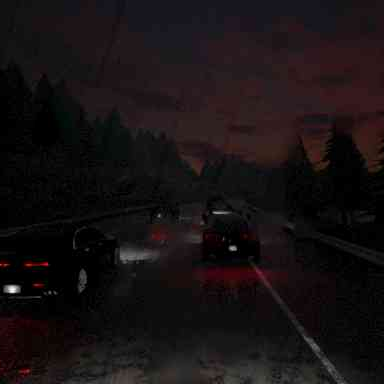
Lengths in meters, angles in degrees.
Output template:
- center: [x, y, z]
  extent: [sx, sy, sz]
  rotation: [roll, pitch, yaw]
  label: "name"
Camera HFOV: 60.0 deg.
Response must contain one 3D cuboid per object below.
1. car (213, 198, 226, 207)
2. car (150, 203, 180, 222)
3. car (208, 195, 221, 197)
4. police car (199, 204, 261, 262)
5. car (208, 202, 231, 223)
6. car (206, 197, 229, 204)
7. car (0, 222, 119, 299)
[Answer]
- center: [4.988, 1.843, 60.401]
  extent: [2.033, 1.411, 5.357]
  rotation: [0, 0, 9]
  label: "car"
- center: [-2.166, 1.635, 27.353]
  extent: [1.837, 1.490, 4.892]
  rotation: [0, 0, 5]
  label: "car"
- center: [3.209, 1.449, 46.230]
  extent: [2.150, 2.045, 5.566]
  rotation: [0, 0, 7]
  label: "car"
- center: [1.320, 1.488, 12.546]
  extent: [1.930, 1.638, 5.238]
  rotation: [0, 0, 2]
  label: "police car"
- center: [2.317, 1.664, 28.108]
  extent: [1.812, 1.442, 4.674]
  rotation: [0, 0, 5]
  label: "car"
- center: [1.853, 1.460, 22.207]
  extent: [2.097, 1.767, 4.553]
  rotation: [0, 0, 4]
  label: "car"
- center: [-3.223, 1.543, 8.521]
  extent: [1.837, 1.490, 4.892]
  rotation: [0, 0, 1]
  label: "car"
